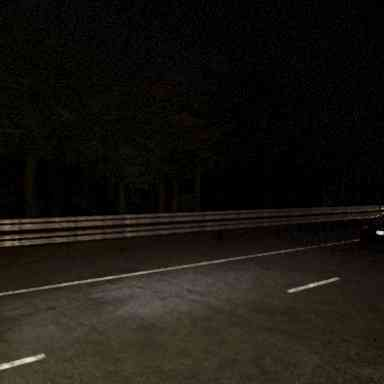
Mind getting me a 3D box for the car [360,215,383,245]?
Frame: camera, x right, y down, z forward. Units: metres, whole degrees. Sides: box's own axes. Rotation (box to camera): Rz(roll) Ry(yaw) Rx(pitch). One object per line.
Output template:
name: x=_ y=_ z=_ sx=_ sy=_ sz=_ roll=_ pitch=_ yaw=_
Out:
car: x=9.337 y=1.648 z=14.779 sx=4.181 sy=1.385 sz=1.994 roll=0 pitch=0 yaw=-36
